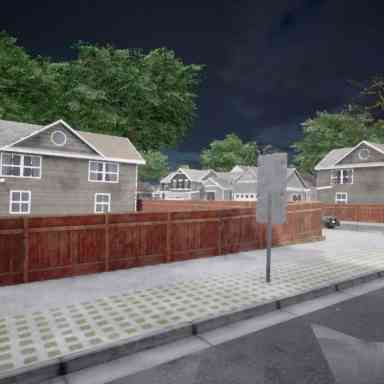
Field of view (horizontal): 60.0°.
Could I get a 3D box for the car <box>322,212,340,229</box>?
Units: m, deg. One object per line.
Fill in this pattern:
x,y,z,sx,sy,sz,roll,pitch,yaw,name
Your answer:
7.751,1.726,22.568,1.994,1.385,4.181,3,-2,-36,car

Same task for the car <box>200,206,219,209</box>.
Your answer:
1.881,1.886,30.855,1.895,1.301,4.718,2,-2,-36,car

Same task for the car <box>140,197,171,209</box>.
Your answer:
-4.427,1.618,39.405,2.150,2.045,5.566,3,-2,-37,car
